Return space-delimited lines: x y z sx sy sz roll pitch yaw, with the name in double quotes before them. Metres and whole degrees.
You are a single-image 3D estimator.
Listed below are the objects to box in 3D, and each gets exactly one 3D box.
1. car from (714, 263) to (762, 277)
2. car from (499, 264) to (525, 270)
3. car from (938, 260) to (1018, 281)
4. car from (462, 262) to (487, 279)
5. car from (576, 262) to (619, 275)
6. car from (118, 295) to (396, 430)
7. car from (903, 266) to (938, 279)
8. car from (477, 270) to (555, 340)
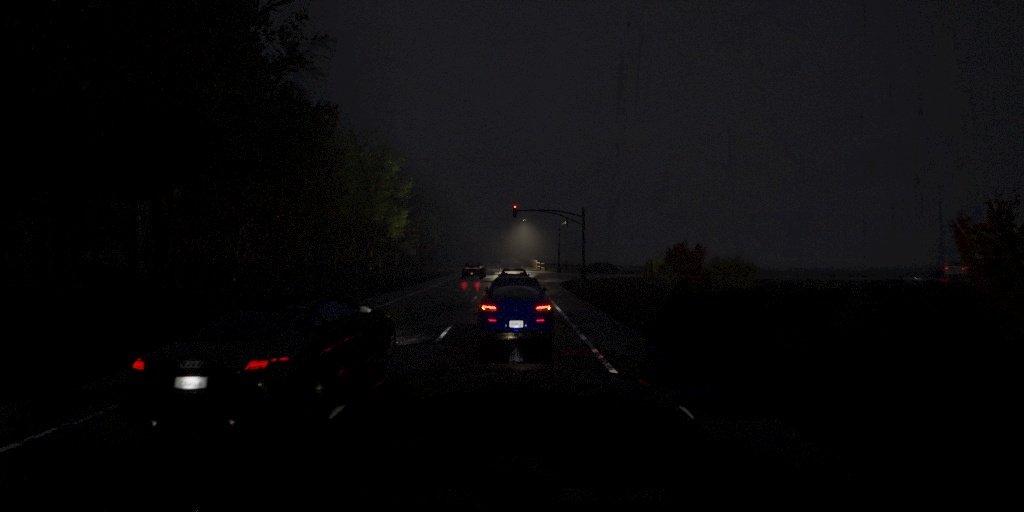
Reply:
"car" 25.693 1.591 40.889 4.892 1.490 1.837 0 -1 0
"car" 0.099 1.318 18.661 1.994 1.385 4.181 0 0 0
"car" 48.549 1.498 37.192 5.566 2.045 2.150 1 -1 0
"car" -3.401 1.249 32.710 2.128 1.511 4.902 0 0 0
"car" 9.892 1.431 41.668 4.892 1.490 1.837 1 -1 10
"car" -3.400 1.314 5.804 1.994 1.385 4.181 0 0 0
"car" 48.005 1.878 40.741 5.357 1.411 2.033 1 -1 1
"car" 0.100 1.278 9.906 1.812 1.442 4.674 0 0 0
